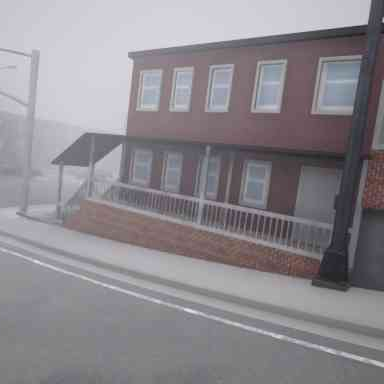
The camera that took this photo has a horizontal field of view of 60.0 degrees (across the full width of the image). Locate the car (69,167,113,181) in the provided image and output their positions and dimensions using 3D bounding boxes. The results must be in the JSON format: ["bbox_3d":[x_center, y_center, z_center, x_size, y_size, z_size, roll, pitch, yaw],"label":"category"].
[{"bbox_3d":[-11.798,-2.177,40.300,1.837,1.490,4.892,11,6,35],"label":"car"}]

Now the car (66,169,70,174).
[{"bbox_3d":[-13.723,-2.668,43.560,2.033,1.411,5.357,11,6,35],"label":"car"}]

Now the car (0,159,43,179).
[{"bbox_3d":[-17.437,-2.141,32.492,2.033,1.411,5.357,11,6,37],"label":"car"}]
